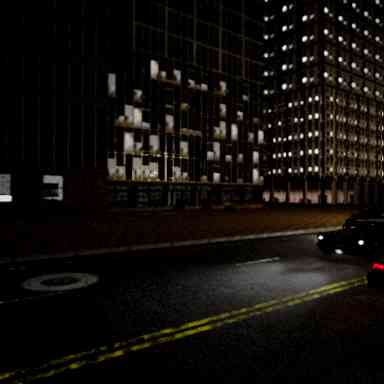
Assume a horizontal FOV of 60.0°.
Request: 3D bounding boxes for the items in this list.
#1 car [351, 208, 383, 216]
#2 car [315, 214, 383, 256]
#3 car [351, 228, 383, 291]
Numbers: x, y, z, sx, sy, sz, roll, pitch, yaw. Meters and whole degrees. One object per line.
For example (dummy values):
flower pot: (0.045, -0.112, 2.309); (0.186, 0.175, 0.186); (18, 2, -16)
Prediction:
car: (10.694, 1.687, 19.297); (4.892, 1.490, 1.837); (1, 0, -35)
car: (6.749, 1.717, 12.495); (4.718, 1.301, 1.895); (1, 0, -35)
car: (6.262, 1.636, 7.909); (5.357, 1.411, 2.033); (1, 0, -35)
